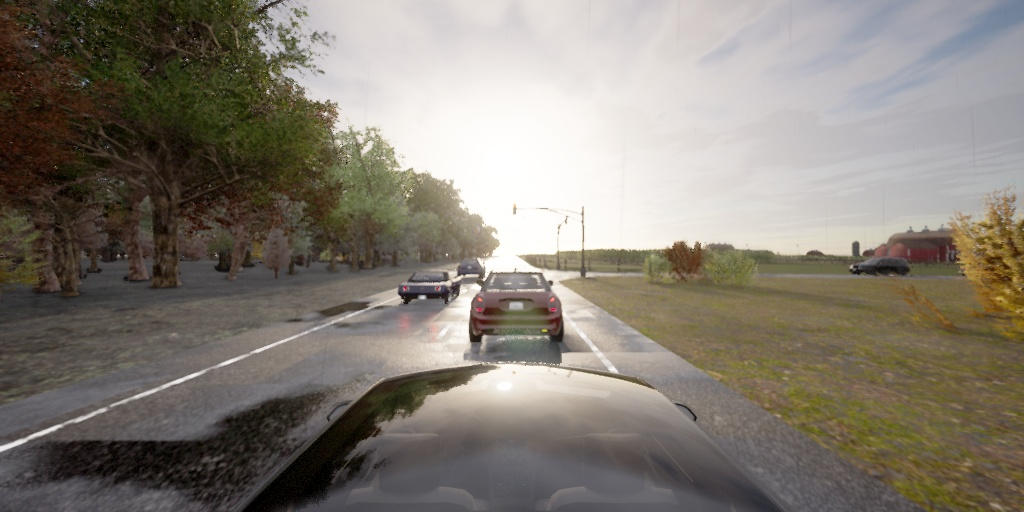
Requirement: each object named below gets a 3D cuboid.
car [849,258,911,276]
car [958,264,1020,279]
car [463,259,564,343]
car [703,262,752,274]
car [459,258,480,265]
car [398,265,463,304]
[{"bbox_3d":[41.864,1.245,40.876,5.566,2.045,2.150,1,-1,0],"label":"car"},{"bbox_3d":[49.614,1.559,37.258,4.902,1.511,2.128,1,-1,0],"label":"car"},{"bbox_3d":[0.093,1.055,9.704,2.097,1.767,4.553,0,0,0],"label":"car"},{"bbox_3d":[24.525,1.309,40.953,5.008,1.535,1.882,1,-1,0],"label":"car"},{"bbox_3d":[-3.420,0.925,31.056,2.097,1.767,4.553,0,0,0],"label":"car"},{"bbox_3d":[-3.408,1.266,15.860,1.895,1.301,4.718,0,0,0],"label":"car"}]
